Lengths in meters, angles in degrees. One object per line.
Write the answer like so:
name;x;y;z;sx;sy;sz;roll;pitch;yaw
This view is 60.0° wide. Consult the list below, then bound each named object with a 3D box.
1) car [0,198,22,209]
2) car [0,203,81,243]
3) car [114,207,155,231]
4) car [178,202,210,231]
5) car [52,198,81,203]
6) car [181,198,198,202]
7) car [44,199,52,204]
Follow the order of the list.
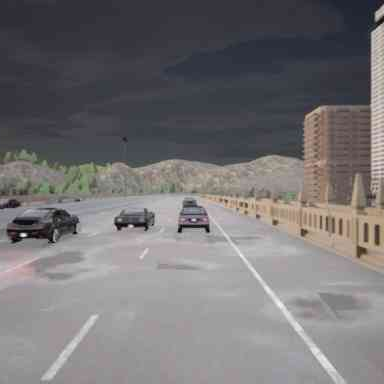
car;-21.383;1.483;38.125;1.882;1.535;5.008;0;0;-1
car;-6.901;1.507;16.036;1.837;1.490;4.892;0;0;0
car;-3.412;1.603;20.703;1.895;1.301;4.718;0;0;0
car;0.091;1.549;20.381;2.033;1.411;5.357;0;0;0
car;-14.410;1.511;39.505;1.837;1.490;4.892;0;0;-1
car;-0.352;1.508;42.647;1.837;1.490;4.892;0;0;-2
car;-18.021;1.570;44.005;1.994;1.385;4.181;0;0;-1
